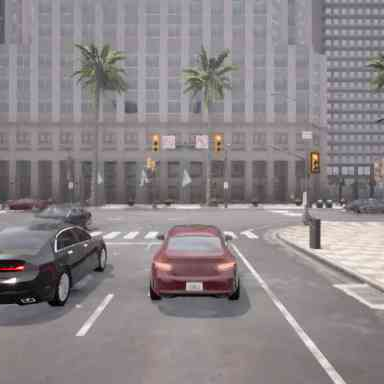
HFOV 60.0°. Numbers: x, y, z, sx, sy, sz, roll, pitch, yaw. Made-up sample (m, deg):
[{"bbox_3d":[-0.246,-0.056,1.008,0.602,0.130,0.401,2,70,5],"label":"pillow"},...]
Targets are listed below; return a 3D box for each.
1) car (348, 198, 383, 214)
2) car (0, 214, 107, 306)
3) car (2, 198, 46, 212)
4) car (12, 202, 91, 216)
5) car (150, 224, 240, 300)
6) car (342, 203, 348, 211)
[{"bbox_3d":[19.032,1.562,34.539,4.181,1.385,1.994,0,0,0],"label":"car"},{"bbox_3d":[-3.439,1.504,8.000,1.837,1.490,4.892,0,0,0],"label":"car"},{"bbox_3d":[-19.045,1.475,38.074,5.008,1.535,1.882,0,0,0],"label":"car"},{"bbox_3d":[-6.892,1.490,17.582,2.128,1.511,4.902,0,0,4],"label":"car"},{"bbox_3d":[0.070,1.525,8.255,1.812,1.442,4.674,0,0,1],"label":"car"},{"bbox_3d":[19.751,1.489,38.039,4.902,1.511,2.128,0,0,0],"label":"car"}]
